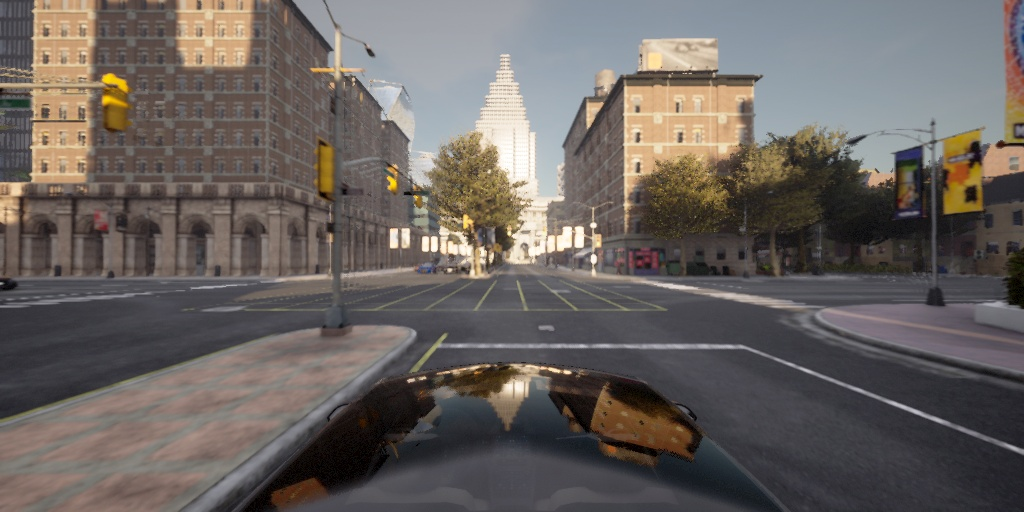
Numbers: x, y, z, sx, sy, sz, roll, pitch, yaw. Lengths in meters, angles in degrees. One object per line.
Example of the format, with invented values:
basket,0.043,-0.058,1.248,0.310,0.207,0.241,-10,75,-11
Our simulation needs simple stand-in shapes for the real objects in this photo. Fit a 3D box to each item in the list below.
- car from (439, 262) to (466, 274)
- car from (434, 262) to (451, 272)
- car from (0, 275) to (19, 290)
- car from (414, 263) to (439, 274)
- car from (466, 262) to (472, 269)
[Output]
car,-8.087,1.711,49.094,2.128,1.511,4.902,0,-1,0
car,-11.506,1.830,59.700,1.837,1.490,4.892,0,-1,0
car,-33.651,1.517,22.179,4.181,1.385,1.994,0,-1,-1
car,-11.584,1.701,49.507,1.882,1.535,5.008,0,-1,0
car,-8.027,1.913,58.423,1.895,1.301,4.718,0,-1,1
